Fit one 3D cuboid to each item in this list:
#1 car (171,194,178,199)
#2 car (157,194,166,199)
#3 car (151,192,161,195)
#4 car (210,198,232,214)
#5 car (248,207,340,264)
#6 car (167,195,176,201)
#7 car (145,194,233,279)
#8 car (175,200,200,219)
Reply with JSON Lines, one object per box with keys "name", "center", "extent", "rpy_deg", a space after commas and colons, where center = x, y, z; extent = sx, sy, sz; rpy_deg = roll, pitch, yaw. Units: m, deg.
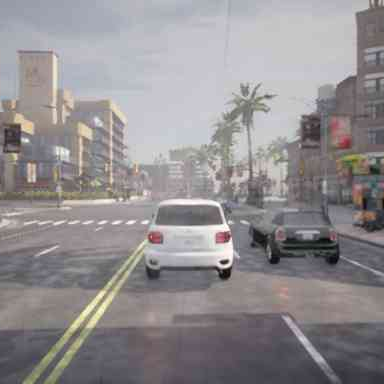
{"name": "car", "center": [-5.087, 1.285, 95.107], "extent": [1.837, 1.490, 4.892], "rpy_deg": [0, 0, -1]}
{"name": "car", "center": [-8.584, 1.313, 94.604], "extent": [2.128, 1.511, 4.902], "rpy_deg": [0, 0, -1]}
{"name": "car", "center": [-8.302, 1.051, 78.281], "extent": [2.150, 2.045, 5.566], "rpy_deg": [0, 0, -1]}
{"name": "car", "center": [3.019, 1.442, 35.400], "extent": [1.812, 1.442, 4.674], "rpy_deg": [0, 0, -1]}
{"name": "car", "center": [3.391, 1.322, 11.931], "extent": [2.097, 1.767, 4.553], "rpy_deg": [0, 0, -1]}
{"name": "car", "center": [-4.811, 1.362, 78.854], "extent": [2.033, 1.411, 5.357], "rpy_deg": [0, 0, -1]}
{"name": "car", "center": [-0.090, 1.198, 10.168], "extent": [2.150, 2.045, 5.566], "rpy_deg": [0, 0, -1]}
{"name": "car", "center": [-0.388, 1.480, 29.289], "extent": [2.033, 1.411, 5.357], "rpy_deg": [0, 0, -1]}
